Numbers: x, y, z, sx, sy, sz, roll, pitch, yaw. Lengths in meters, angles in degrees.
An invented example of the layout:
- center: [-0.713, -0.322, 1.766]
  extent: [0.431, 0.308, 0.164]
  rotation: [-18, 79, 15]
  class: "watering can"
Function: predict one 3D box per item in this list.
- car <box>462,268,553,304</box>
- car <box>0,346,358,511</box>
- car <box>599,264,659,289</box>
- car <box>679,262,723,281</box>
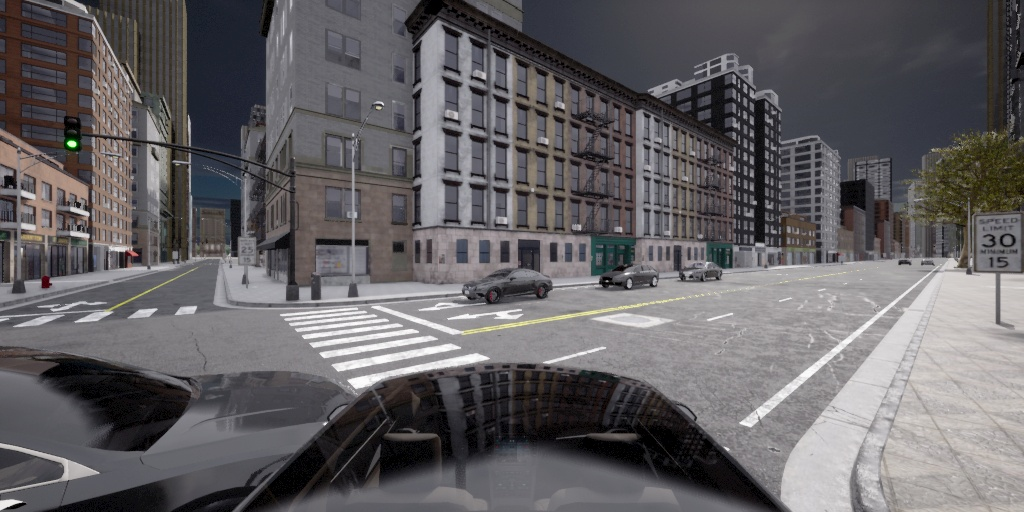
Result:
- center: [-0.102, 1.286, 16.714]
  extent: [4.674, 1.442, 1.812]
  rotation: [0, 0, -39]
  class: "car"
- center: [-3.228, 1.257, 1.730]
  extent: [4.892, 1.490, 1.837]
  rotation: [0, 0, -35]
  class: "car"
- center: [7.566, 1.258, 22.968]
  extent: [4.892, 1.490, 1.837]
  rotation: [0, 0, -39]
  class: "car"
- center: [15.551, 1.235, 29.469]
  extent: [4.902, 1.511, 2.128]
  rotation: [0, 0, -39]
  class: "car"
